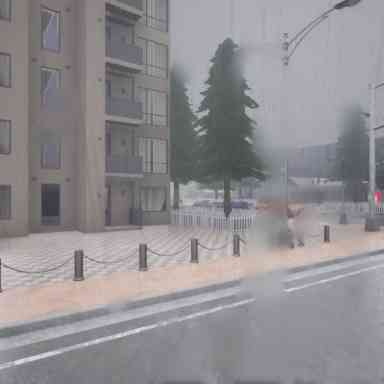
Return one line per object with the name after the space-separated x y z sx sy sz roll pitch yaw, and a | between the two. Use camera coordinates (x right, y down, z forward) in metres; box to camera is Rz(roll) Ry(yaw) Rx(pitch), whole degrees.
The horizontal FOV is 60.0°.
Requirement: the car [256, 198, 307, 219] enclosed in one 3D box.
7.878 1.367 29.619 2.097 1.767 4.553 0 0 -37 | car

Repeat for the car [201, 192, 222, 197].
5.363 1.112 92.687 1.932 1.855 4.605 0 0 -37 | car

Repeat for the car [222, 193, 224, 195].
7.449 1.092 94.752 1.905 1.878 3.866 0 0 -37 | car

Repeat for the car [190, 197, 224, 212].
1.830 1.579 37.605 1.994 1.385 4.181 0 0 -37 | car

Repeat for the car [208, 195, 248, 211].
4.536 1.493 40.137 1.882 1.535 5.008 0 0 -37 | car
